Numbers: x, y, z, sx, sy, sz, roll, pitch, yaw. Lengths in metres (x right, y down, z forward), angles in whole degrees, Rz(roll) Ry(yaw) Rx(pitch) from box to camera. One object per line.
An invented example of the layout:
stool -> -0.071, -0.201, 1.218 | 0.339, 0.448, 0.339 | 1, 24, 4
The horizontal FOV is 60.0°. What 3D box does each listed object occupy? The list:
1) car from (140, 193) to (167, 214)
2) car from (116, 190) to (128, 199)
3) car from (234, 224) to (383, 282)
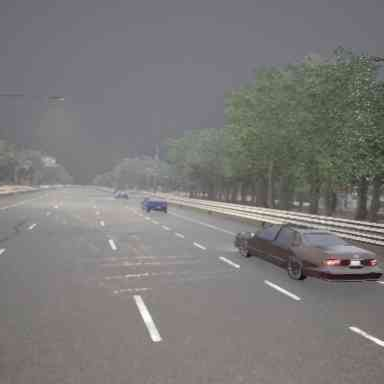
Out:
car -> -3.713, 1.182, 32.038 | 1.882, 1.535, 5.008 | 4, 0, -18
car -> -12.974, 0.380, 61.639 | 2.097, 1.767, 4.553 | 4, 0, -14
car -> 3.231, 1.726, 10.550 | 2.033, 1.411, 5.357 | 4, 0, -18
